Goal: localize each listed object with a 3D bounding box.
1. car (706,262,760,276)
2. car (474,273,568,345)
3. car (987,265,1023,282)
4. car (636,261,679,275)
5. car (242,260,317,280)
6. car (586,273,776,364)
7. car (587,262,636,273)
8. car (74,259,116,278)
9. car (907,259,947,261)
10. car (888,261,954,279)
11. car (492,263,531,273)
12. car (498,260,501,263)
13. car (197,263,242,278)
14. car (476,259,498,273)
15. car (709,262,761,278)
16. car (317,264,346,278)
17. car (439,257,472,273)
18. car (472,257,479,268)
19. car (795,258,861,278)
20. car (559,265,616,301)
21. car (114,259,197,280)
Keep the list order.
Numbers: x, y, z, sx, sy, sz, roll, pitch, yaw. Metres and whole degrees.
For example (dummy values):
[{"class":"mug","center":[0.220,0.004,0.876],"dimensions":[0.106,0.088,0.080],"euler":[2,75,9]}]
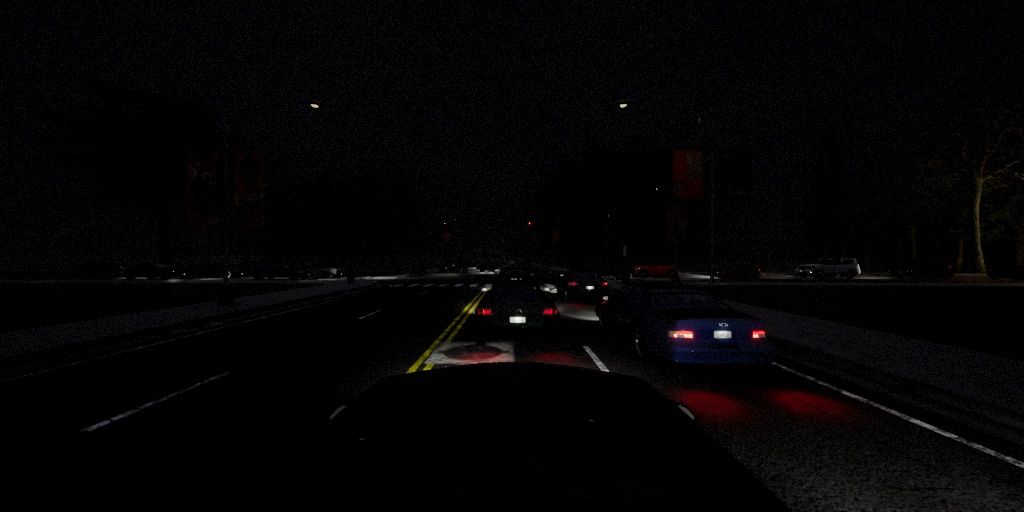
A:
[{"class":"car","center":[24.802,1.475,40.325],"dimensions":[4.892,1.490,1.837],"euler":[0,0,-1]},{"class":"car","center":[0.106,1.320,9.580],"dimensions":[1.994,1.385,4.181],"euler":[0,0,0]},{"class":"car","center":[48.057,1.604,33.806],"dimensions":[4.902,1.511,2.128],"euler":[0,0,0]},{"class":"car","center":[14.598,1.265,36.984],"dimensions":[4.553,1.767,2.097],"euler":[0,0,-1]},{"class":"car","center":[-19.390,1.280,30.067],"dimensions":[4.674,1.442,1.812],"euler":[0,0,-2]},{"class":"car","center":[3.353,1.303,8.231],"dimensions":[2.033,1.411,5.357],"euler":[0,0,0]},{"class":"car","center":[8.806,1.365,34.249],"dimensions":[4.902,1.511,2.128],"euler":[1,0,7]},{"class":"car","center":[-37.223,1.051,33.147],"dimensions":[4.553,1.767,2.097],"euler":[0,0,0]},{"class":"car","center":[45.924,1.328,40.434],"dimensions":[5.566,2.045,2.150],"euler":[0,0,0]},{"class":"car","center":[42.657,1.568,37.185],"dimensions":[4.902,1.511,2.128],"euler":[0,0,0]},{"class":"car","center":[0.098,1.283,18.486],"dimensions":[1.837,1.490,4.892],"euler":[0,0,0]},{"class":"car","center":[-3.314,1.550,58.990],"dimensions":[1.895,1.301,4.718],"euler":[0,0,0]},{"class":"car","center":[-27.219,1.332,33.235],"dimensions":[4.718,1.301,1.895],"euler":[0,0,-1]},{"class":"car","center":[-3.264,1.439,47.921],"dimensions":[2.033,1.411,5.357],"euler":[0,0,-1]},{"class":"car","center":[23.232,1.521,37.078],"dimensions":[4.181,1.385,1.994],"euler":[0,0,-2]},{"class":"car","center":[-18.078,1.365,33.321],"dimensions":[4.718,1.301,1.895],"euler":[0,0,-1]},{"class":"car","center":[-7.268,1.092,45.125],"dimensions":[2.150,2.045,5.566],"euler":[0,-1,11]},{"class":"car","center":[-6.564,1.170,59.547],"dimensions":[2.150,2.045,5.566],"euler":[0,0,0]},{"class":"car","center":[32.674,1.230,37.135],"dimensions":[5.566,2.045,2.150],"euler":[0,0,0]},{"class":"car","center":[3.356,1.340,17.475],"dimensions":[1.994,1.385,4.181],"euler":[0,0,0]},{"class":"car","center":[-29.714,1.243,29.961],"dimensions":[4.674,1.442,1.812],"euler":[0,0,-1]}]
